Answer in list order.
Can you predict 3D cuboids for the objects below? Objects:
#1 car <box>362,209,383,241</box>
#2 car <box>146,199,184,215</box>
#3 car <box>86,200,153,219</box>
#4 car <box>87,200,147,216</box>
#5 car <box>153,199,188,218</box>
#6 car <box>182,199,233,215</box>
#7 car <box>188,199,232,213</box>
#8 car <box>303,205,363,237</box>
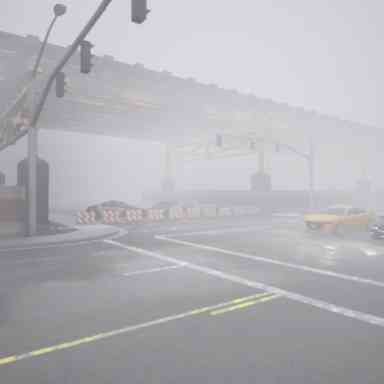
[{"bbox_3d":[10.277,1.515,15.598,4.892,1.490,1.837,0,0,-35],"label":"car"},{"bbox_3d":[-2.363,1.305,30.383,1.853,1.218,4.536,0,0,18],"label":"car"},{"bbox_3d":[-6.128,1.459,27.653,4.974,1.542,2.038,0,0,8],"label":"car"},{"bbox_3d":[-6.179,1.302,27.660,4.536,1.218,1.853,0,0,8],"label":"car"},{"bbox_3d":[-2.379,1.462,30.334,2.038,1.542,4.974,0,0,18],"label":"car"},{"bbox_3d":[1.535,1.465,34.089,4.974,1.542,2.038,0,0,-7],"label":"car"},{"bbox_3d":[1.484,1.308,34.082,4.536,1.218,1.853,0,0,-7],"label":"car"},{"bbox_3d":[8.243,1.488,18.447,5.008,1.535,1.882,0,0,-35],"label":"car"}]
